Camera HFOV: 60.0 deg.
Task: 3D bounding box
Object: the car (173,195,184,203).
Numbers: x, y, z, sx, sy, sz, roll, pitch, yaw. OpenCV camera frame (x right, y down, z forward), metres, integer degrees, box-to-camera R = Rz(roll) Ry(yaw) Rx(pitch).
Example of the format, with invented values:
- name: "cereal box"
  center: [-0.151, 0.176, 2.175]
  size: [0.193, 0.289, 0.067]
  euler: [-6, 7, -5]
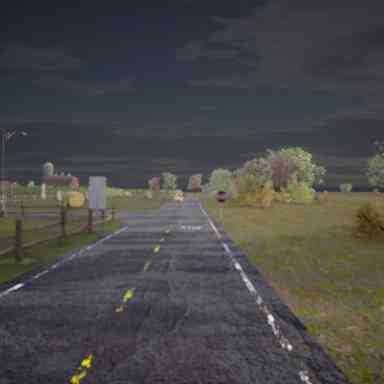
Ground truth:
- name: "car"
  center: [-2.749, 1.456, 68.152]
  size: [1.882, 1.535, 5.008]
  euler: [0, 0, 0]
